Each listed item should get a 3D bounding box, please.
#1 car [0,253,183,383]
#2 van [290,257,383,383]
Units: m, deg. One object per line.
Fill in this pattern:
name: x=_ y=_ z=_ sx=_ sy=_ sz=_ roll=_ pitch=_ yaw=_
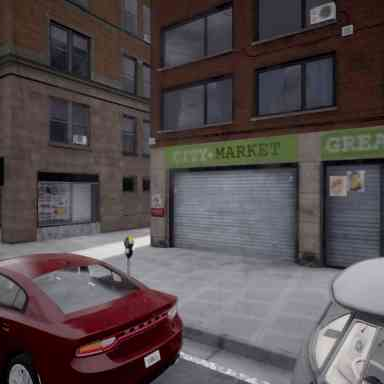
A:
car: x=-2.214 y=1.544 z=4.654 sx=4.507 sy=1.381 sz=1.887 roll=0 pitch=0 yaw=35
van: x=2.395 y=1.341 z=1.367 sx=3.998 sy=1.788 sz=1.690 roll=0 pitch=0 yaw=35
